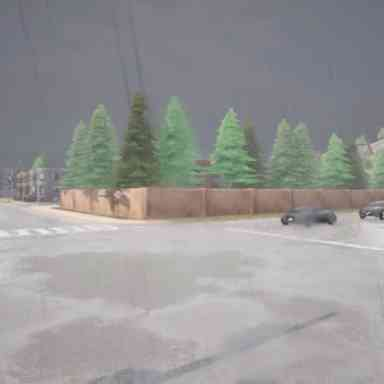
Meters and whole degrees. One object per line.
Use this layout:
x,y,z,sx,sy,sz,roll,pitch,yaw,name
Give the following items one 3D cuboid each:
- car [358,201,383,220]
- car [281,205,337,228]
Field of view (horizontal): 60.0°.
16.164,1.526,28.398,4.892,1.490,1.837,0,0,-35,car
7.948,1.578,22.546,4.181,1.385,1.994,0,0,-35,car
